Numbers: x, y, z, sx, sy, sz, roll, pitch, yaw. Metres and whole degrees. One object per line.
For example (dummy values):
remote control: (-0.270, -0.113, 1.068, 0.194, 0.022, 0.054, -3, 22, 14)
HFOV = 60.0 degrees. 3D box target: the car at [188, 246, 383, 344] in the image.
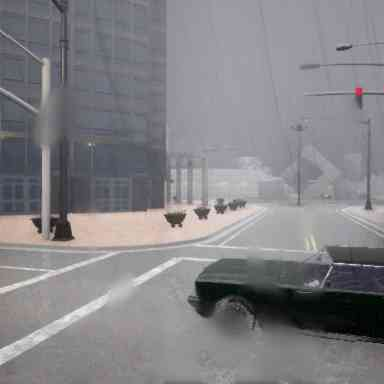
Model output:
car: (2.375, 1.591, 5.448, 4.718, 1.301, 1.895, 0, 0, 17)

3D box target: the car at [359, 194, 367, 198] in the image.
car: (43.052, 1.366, 85.485, 1.837, 1.490, 4.892, 0, 0, -35)
